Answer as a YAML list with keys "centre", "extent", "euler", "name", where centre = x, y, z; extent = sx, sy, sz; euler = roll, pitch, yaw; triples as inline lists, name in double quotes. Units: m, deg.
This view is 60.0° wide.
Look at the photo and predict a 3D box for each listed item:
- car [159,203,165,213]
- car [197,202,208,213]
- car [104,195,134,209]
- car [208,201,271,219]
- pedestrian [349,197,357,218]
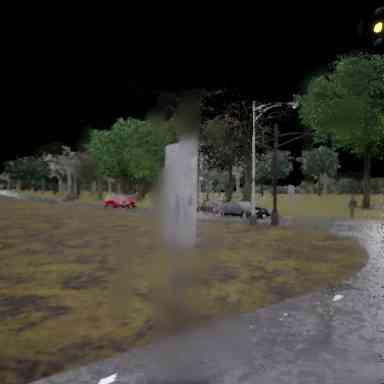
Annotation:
- centre: [-1.788, 1.611, 35.929]
  extent: [1.994, 1.385, 4.181]
  euler: [1, -1, -37]
  name: "car"
- centre: [2.183, 1.706, 36.780]
  extent: [1.895, 1.301, 4.718]
  euler: [1, -1, -36]
  name: "car"
- centre: [-11.053, 1.406, 48.898]
  extent: [2.150, 2.045, 5.566]
  euler: [1, -1, -35]
  name: "car"
- centre: [4.017, 1.476, 27.869]
  extent: [2.033, 1.411, 5.357]
  euler: [1, -2, -36]
  name: "car"
- centre: [13.406, 1.274, 27.836]
  extent: [0.375, 1.860, 0.375]
  euler: [0, 0, -36]
  name: "pedestrian"
